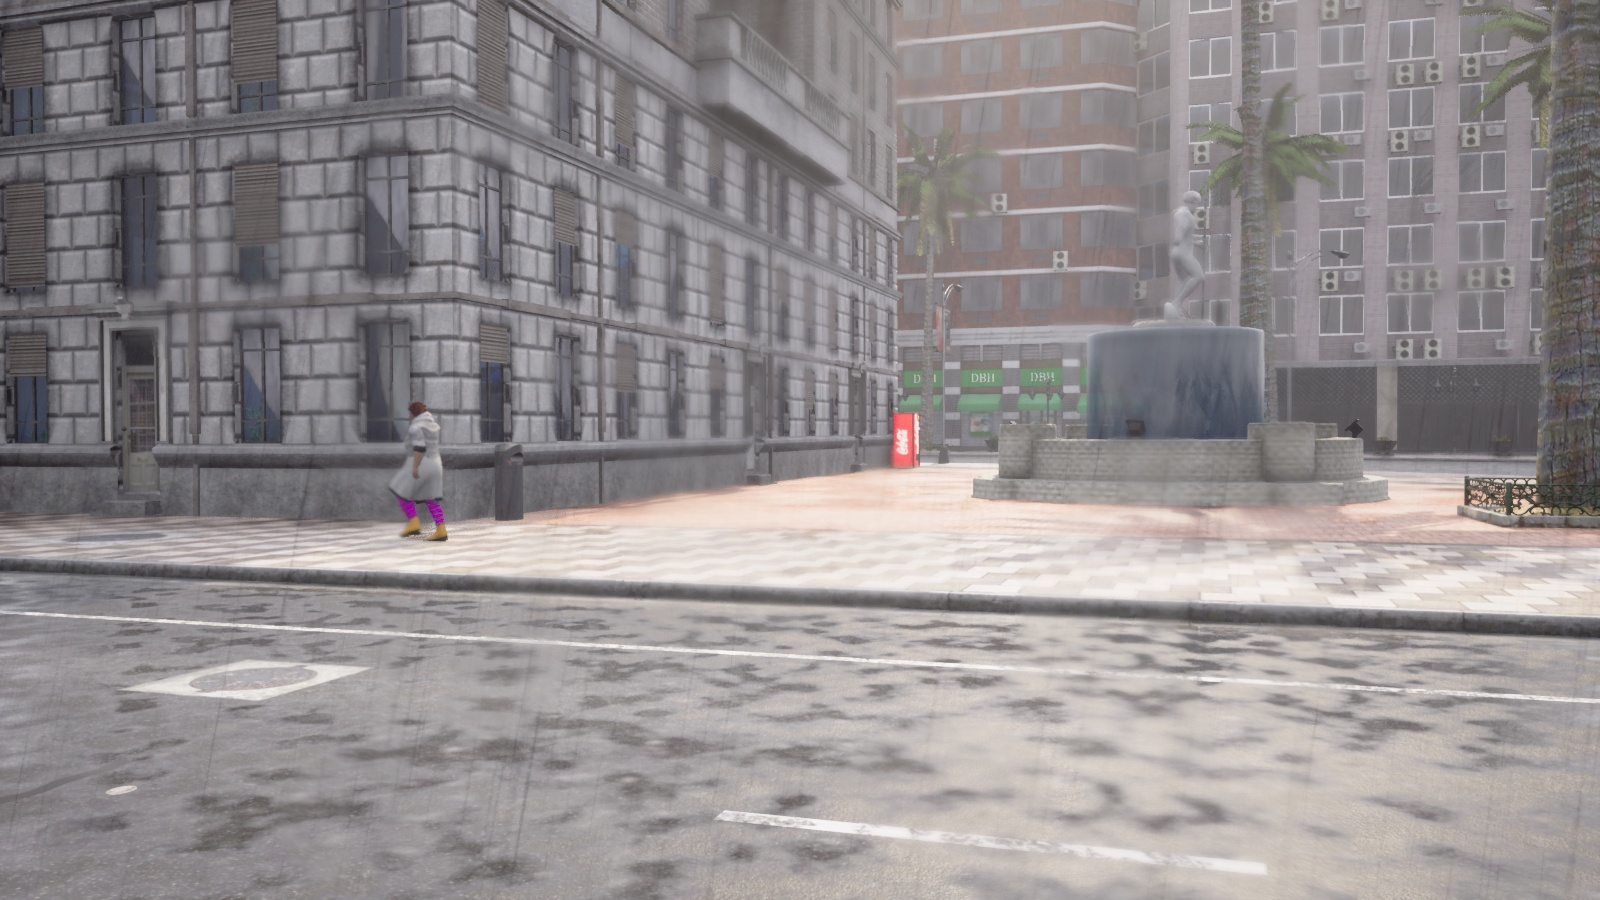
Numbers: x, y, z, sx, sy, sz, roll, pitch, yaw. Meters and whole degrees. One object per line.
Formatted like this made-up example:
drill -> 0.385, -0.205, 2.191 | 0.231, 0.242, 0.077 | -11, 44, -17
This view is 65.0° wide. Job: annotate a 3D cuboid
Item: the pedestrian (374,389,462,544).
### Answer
pedestrian -> -4.939, 0.204, 16.262 | 0.873, 1.952, 0.659 | 0, 1, 16
